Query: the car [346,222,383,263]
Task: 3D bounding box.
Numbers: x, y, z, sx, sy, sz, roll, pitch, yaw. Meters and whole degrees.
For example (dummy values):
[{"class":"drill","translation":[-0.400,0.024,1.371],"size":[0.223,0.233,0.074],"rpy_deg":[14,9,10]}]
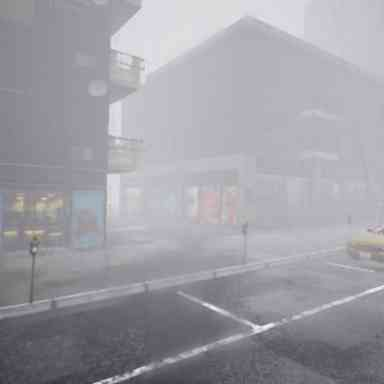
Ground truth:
[{"class":"car","translation":[6.992,1.520,11.058],"size":[4.829,1.417,1.752],"rpy_deg":[0,2,-35]}]
